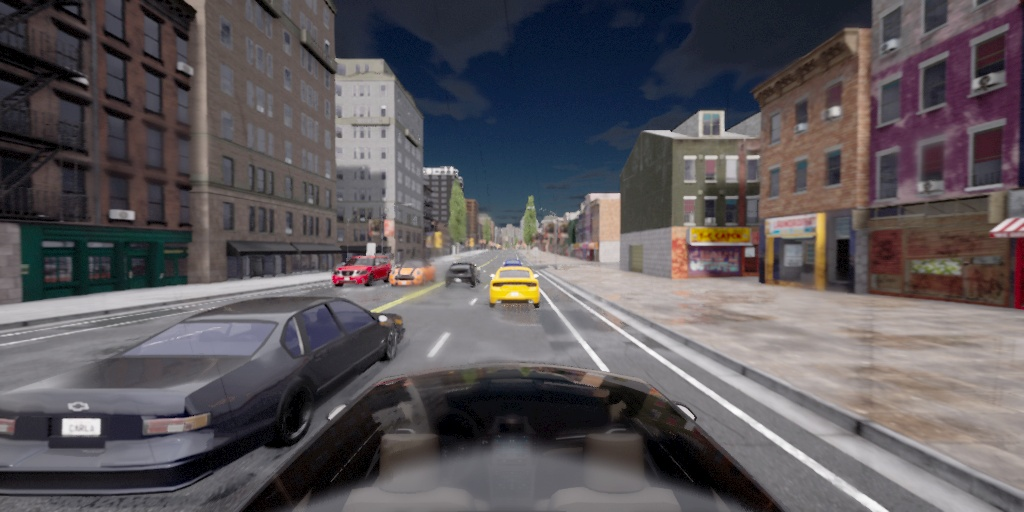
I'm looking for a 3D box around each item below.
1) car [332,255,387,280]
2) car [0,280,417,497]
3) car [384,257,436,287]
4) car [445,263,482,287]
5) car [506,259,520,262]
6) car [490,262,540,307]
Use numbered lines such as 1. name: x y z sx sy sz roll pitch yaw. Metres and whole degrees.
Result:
1. car: -9.744 0.988 23.912 2.150 2.045 5.566 0 0 0
2. car: -3.150 1.291 5.136 2.033 1.411 5.357 0 0 0
3. car: -6.495 1.022 23.919 2.097 1.767 4.553 0 0 0
4. car: -3.146 1.178 23.508 1.837 1.490 4.892 0 0 0
5. car: 0.108 1.063 36.537 1.882 1.535 5.008 0 0 0
6. car: 0.101 1.191 15.185 1.882 1.535 5.008 0 0 0
